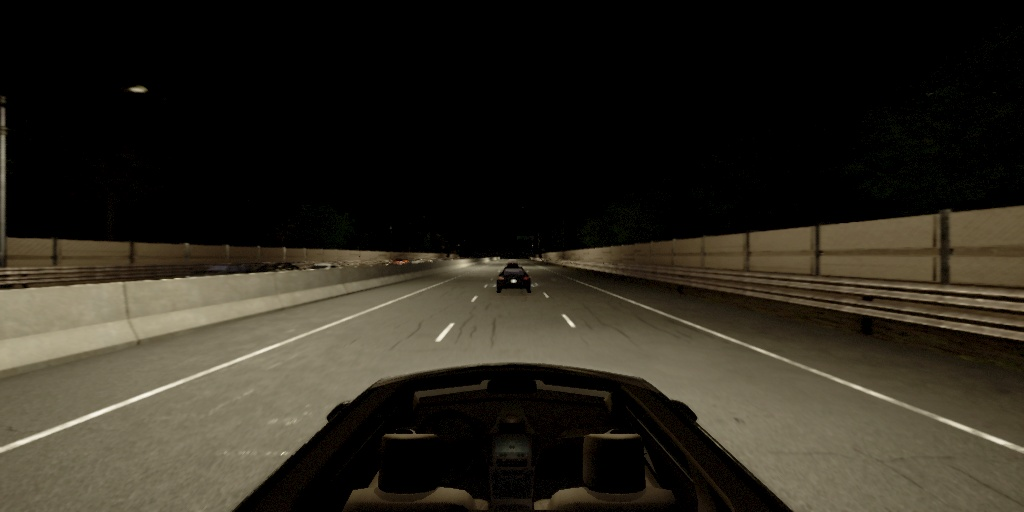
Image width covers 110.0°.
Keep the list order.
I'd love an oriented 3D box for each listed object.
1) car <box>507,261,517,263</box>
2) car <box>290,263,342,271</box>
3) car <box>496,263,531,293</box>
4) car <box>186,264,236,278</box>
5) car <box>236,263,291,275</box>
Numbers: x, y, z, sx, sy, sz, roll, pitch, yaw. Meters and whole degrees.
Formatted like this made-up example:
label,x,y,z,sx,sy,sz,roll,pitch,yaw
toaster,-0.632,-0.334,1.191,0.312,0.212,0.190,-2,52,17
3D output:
label,x,y,z,sx,sy,sz,roll,pitch,yaw
car,0.095,1.421,61.486,1.895,1.301,4.718,0,0,0
car,-14.084,1.293,26.868,1.812,1.442,4.674,0,0,0
car,0.097,1.324,21.165,1.994,1.385,4.181,0,0,0
car,-21.083,1.315,26.594,2.033,1.411,5.357,0,0,0
car,-17.587,1.273,26.677,1.837,1.490,4.892,0,0,0
